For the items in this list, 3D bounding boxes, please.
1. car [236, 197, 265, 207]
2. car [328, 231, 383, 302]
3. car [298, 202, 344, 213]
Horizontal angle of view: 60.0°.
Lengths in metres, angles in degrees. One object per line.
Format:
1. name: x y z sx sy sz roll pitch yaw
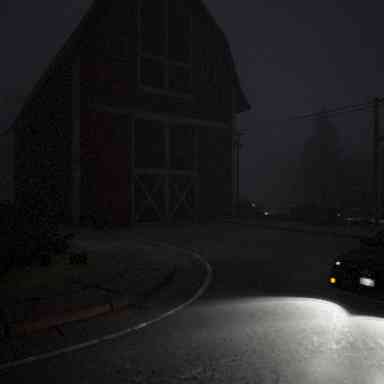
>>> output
1. car: 6.191 1.379 37.662 2.097 1.767 4.553 0 0 -34
2. car: 4.977 1.541 7.532 4.181 1.385 1.994 0 1 -35
3. car: 11.296 1.628 30.221 1.895 1.301 4.718 0 0 -34
